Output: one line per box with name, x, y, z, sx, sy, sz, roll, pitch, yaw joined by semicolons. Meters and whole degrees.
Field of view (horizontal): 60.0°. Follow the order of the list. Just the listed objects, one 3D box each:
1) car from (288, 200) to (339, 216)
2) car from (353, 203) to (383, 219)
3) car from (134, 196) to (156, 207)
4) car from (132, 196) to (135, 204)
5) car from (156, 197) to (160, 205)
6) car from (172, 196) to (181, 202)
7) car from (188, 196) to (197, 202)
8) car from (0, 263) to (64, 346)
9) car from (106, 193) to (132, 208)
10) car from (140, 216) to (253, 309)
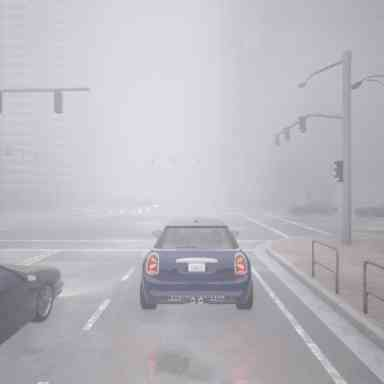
car;11.708;1.525;32.177;4.674;1.442;1.812;0;0;1
car;16.502;1.600;28.634;4.718;1.301;1.895;0;0;1
car;-7.013;1.562;50.406;1.994;1.385;4.181;0;0;0
car;-10.481;1.503;58.088;1.837;1.490;4.892;0;0;0
car;-6.972;1.599;60.367;1.895;1.301;4.718;0;0;0
car;-3.383;1.463;72.231;2.033;1.411;5.357;0;0;0
car;0.123;1.551;72.632;1.994;1.385;4.181;0;0;0
car;-3.414;1.547;4.142;2.033;1.411;5.357;0;0;-1
car;-10.519;1.351;48.143;2.097;1.767;4.553;0;0;0
car;0.092;1.352;8.000;2.097;1.767;4.553;0;0;0
